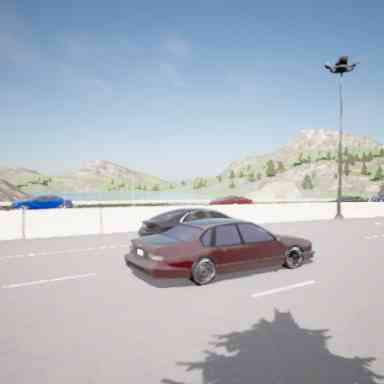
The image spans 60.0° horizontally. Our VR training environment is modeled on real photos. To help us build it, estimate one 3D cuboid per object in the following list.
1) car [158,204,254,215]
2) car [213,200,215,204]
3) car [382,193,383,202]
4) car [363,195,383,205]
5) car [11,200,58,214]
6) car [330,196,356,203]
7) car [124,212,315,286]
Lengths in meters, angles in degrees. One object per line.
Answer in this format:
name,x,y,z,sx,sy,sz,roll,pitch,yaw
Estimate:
car,0.406,1.348,12.515,4.892,1.490,1.837,0,0,-33
car,4.239,1.071,35.336,5.008,1.535,1.882,0,1,-28
car,22.016,0.950,36.285,5.566,2.045,2.150,0,1,-24
car,28.265,1.197,50.138,4.181,1.385,1.994,0,1,-20
car,-12.961,1.002,28.963,5.008,1.535,1.882,0,1,-34
car,18.106,1.183,38.363,4.892,1.490,1.837,1,1,-25
car,0.937,1.439,9.001,5.357,1.411,2.033,0,1,-32
